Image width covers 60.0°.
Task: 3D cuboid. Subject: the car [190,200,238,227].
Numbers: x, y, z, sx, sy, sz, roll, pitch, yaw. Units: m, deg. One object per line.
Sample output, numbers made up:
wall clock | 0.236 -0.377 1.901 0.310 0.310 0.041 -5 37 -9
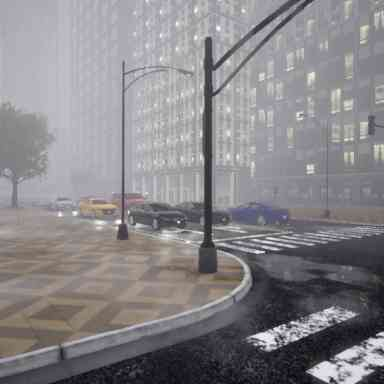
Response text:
car | 0.421 1.344 21.763 1.882 1.535 5.008 0 0 -37

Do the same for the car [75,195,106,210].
car | -11.679 1.177 38.024 1.882 1.535 5.008 0 0 -37

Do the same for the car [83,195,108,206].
car | -13.501 1.173 46.225 1.812 1.442 4.674 0 0 -37

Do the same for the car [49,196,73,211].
car | -13.932 1.216 35.605 1.812 1.442 4.674 0 0 -37

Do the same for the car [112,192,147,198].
car | -5.514 1.008 29.726 2.150 2.045 5.566 0 0 -37

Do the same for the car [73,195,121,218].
car | -7.808 1.254 27.371 1.882 1.535 5.008 0 0 -37

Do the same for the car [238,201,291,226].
car | 4.226 1.373 22.432 1.882 1.535 5.008 0 0 -37

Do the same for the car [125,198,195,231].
car | -2.153 1.357 19.777 1.837 1.490 4.892 0 0 -37
